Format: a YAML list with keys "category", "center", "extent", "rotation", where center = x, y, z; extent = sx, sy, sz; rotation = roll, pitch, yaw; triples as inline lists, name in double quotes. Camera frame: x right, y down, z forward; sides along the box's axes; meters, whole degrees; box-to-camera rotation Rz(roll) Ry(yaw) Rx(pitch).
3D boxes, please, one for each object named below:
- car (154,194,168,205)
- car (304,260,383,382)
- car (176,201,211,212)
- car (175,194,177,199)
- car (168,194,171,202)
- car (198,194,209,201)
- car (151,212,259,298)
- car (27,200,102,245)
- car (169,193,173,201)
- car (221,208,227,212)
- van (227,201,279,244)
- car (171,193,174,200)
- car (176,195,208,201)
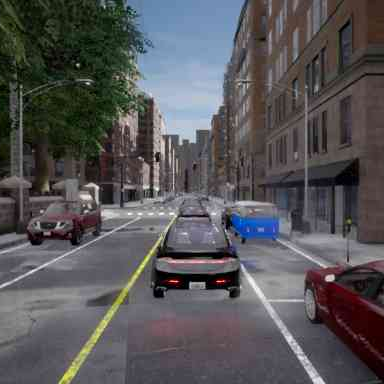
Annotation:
- category: "car"
  center: [-5.689, 1.479, 59.051]
  extent: [1.752, 1.417, 4.829]
  rotation: [0, 0, 0]
- category: "car"
  center: [2.853, 1.544, 4.254]
  extent: [1.887, 1.381, 4.507]
  rotation: [0, 0, 0]
- category: "car"
  center: [0.092, 1.485, 18.415]
  extent: [2.128, 1.511, 4.902]
  rotation: [0, 0, 0]
- category: "car"
  center: [-5.698, 1.496, 86.475]
  extent: [2.008, 1.369, 4.403]
  rotation: [0, 0, 0]
- category: "car"
  center: [-5.691, 1.501, 64.672]
  extent: [2.008, 1.369, 4.403]
  rotation: [0, 0, 0]
- category: "car"
  center: [2.830, 1.386, 75.612]
  extent: [1.967, 1.590, 4.097]
  rotation: [0, 0, 0]
- category: "car"
  center: [0.097, 1.490, 8.476]
  extent: [2.128, 1.511, 4.902]
  rotation: [0, 0, 0]
- category: "car"
  center: [-5.675, 1.310, 15.533]
  extent: [2.192, 1.841, 5.009]
  rotation: [0, 0, 0]
- category: "car"
  center: [-5.692, 1.493, 70.123]
  extent: [1.887, 1.381, 4.507]
  rotation: [0, 0, 0]
- category: "car"
  center: [2.848, 1.557, 21.236]
  extent: [1.947, 1.339, 4.313]
  rotation: [0, 0, 0]
- category: "van"
  center: [2.849, 1.336, 15.575]
  extent: [1.690, 1.788, 3.998]
  rotation: [0, 0, 0]
- category: "car"
  center: [-5.694, 1.491, 75.574]
  extent: [1.887, 1.381, 4.507]
  rotation: [0, 0, 0]
- category: "car"
  center: [-0.010, 1.338, 27.592]
  extent: [2.097, 1.767, 4.553]
  rotation: [0, 0, 0]
